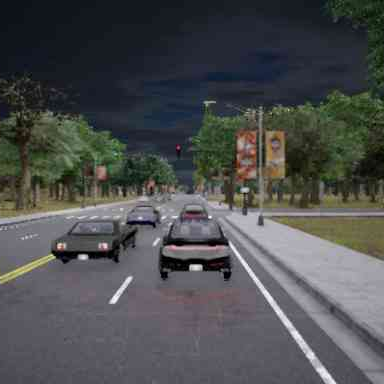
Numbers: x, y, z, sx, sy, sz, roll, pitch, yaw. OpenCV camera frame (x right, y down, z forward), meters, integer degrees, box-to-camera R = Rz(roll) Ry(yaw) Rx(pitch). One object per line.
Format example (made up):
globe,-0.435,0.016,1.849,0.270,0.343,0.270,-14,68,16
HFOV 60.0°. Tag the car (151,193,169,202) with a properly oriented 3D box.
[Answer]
car,-6.401,1.524,66.303,2.128,1.511,4.902,0,0,0

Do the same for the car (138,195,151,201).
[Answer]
car,-9.649,1.549,66.283,1.812,1.442,4.674,0,0,0

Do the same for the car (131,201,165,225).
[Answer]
car,-3.136,1.562,22.226,1.994,1.385,4.181,0,0,0

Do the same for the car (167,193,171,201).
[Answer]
car,-6.367,1.252,81.883,2.150,2.045,5.566,0,0,0

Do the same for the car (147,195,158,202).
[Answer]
car,-9.618,1.553,81.658,2.128,1.511,4.902,0,0,0

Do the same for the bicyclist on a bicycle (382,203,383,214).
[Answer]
bicyclist on a bicycle,18.176,1.280,30.936,0.582,1.620,1.656,0,0,0

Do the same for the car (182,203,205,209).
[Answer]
car,0.116,1.502,21.825,1.837,1.490,4.892,0,0,0

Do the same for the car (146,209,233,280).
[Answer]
car,0.102,1.490,9.927,2.128,1.511,4.902,0,0,0

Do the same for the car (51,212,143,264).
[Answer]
car,-3.140,1.598,11.856,1.895,1.301,4.718,0,0,0
